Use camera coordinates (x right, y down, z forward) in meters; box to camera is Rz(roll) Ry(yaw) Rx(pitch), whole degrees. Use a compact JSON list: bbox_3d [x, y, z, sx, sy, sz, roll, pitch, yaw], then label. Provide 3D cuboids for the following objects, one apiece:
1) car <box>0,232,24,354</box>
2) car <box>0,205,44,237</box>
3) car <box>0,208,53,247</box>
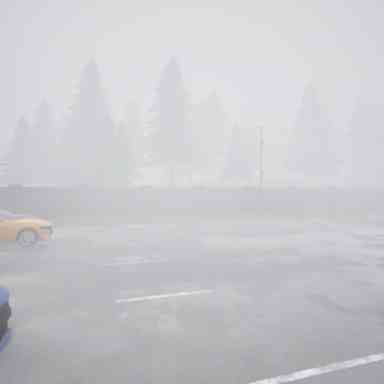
[{"bbox_3d":[-4.766,1.461,3.582,5.008,1.535,1.882,0,0,-20],"label":"car"},{"bbox_3d":[-9.993,1.448,16.592,4.674,1.442,1.812,0,0,-20],"label":"car"},{"bbox_3d":[-8.344,1.415,13.454,5.008,1.535,1.882,0,0,-20],"label":"car"}]
